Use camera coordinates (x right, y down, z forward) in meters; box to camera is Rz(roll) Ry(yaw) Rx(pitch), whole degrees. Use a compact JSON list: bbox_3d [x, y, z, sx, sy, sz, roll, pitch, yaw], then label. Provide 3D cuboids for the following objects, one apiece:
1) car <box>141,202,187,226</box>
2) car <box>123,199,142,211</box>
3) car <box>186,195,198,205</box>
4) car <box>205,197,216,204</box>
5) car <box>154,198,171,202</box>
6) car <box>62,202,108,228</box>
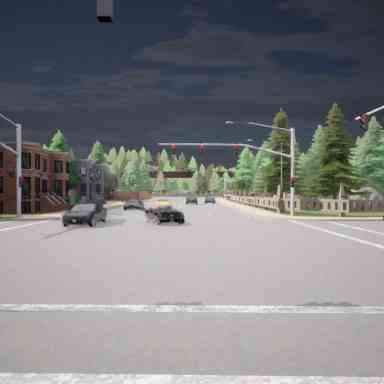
[{"bbox_3d":[-2.055,1.601,23.652,1.895,1.301,4.718,0,0,-20],"label":"car"},{"bbox_3d":[-7.133,1.564,41.048,1.994,1.385,4.181,0,0,0],"label":"car"},{"bbox_3d":[-0.063,1.352,60.224,2.097,1.767,4.553,0,0,0],"label":"car"},{"bbox_3d":[3.532,1.564,65.205,1.994,1.385,4.181,0,0,0],"label":"car"},{"bbox_3d":[-3.634,1.477,41.431,1.882,1.535,5.008,0,0,0],"label":"car"},{"bbox_3d":[-7.124,1.477,22.604,1.882,1.535,5.008,0,0,0],"label":"car"}]
